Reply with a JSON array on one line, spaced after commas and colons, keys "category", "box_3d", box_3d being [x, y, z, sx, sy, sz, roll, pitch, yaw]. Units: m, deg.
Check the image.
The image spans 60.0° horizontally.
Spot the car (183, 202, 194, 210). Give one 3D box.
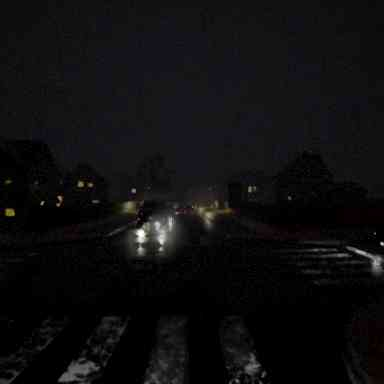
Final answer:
[{"category": "car", "box_3d": [-0.740, 2.689, 64.792, 1.895, 1.301, 4.718, 0, -1, -2]}]

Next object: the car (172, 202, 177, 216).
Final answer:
[{"category": "car", "box_3d": [-3.211, 2.208, 40.417, 1.895, 1.301, 4.718, 0, -1, -1]}]

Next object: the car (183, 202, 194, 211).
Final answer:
[{"category": "car", "box_3d": [-0.575, 2.480, 54.766, 1.895, 1.301, 4.718, 0, -1, -1]}]

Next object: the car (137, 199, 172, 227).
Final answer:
[{"category": "car", "box_3d": [-3.022, 1.605, 26.904, 2.150, 2.045, 5.566, 0, -1, -1]}]

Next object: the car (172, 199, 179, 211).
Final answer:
[{"category": "car", "box_3d": [-3.371, 2.148, 56.831, 2.150, 2.045, 5.566, 0, -2, -1]}]

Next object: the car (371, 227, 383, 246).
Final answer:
[{"category": "car", "box_3d": [9.723, 1.497, 12.368, 5.357, 1.411, 2.033, -1, 1, 0]}]
